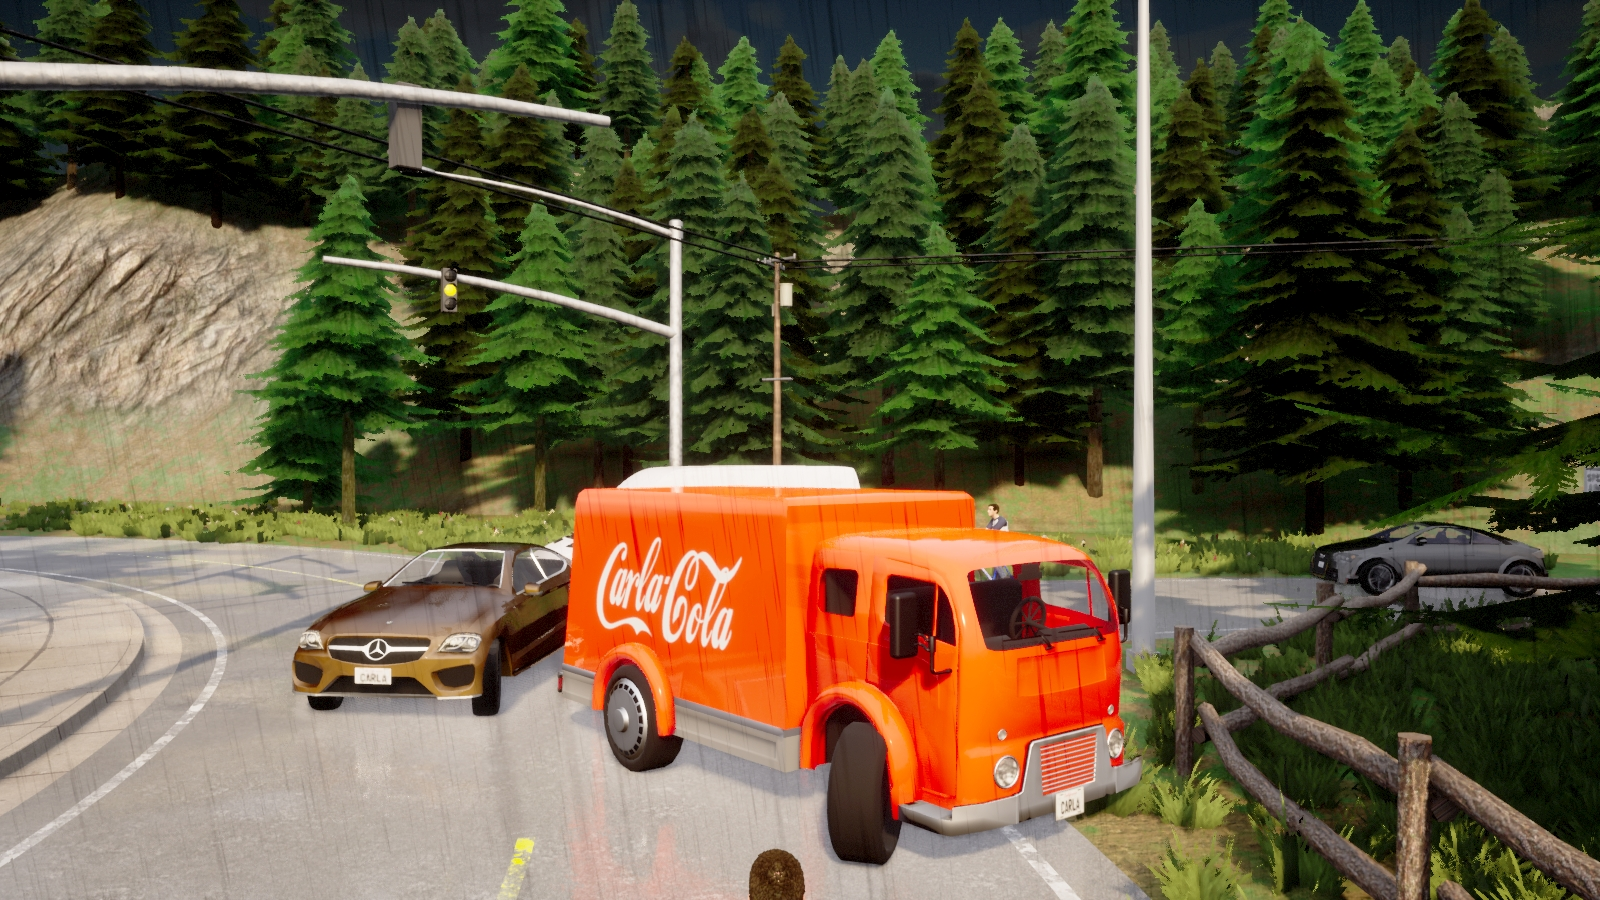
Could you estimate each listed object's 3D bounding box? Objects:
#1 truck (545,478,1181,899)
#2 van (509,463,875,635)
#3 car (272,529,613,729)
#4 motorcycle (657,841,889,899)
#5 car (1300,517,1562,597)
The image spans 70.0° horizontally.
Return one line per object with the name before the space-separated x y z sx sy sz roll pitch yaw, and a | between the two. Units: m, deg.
truck | 0.202 1.542 9.769 2.627 2.467 5.204 0 0 -39
van | -1.776 1.528 19.549 5.915 2.561 1.988 0 0 -27
car | -4.038 1.970 14.038 2.152 1.651 5.027 0 0 6
motorcycle | -0.074 2.159 3.526 0.803 1.199 2.033 0 0 -2
car | 12.589 2.119 23.051 4.181 1.385 1.994 0 0 6
